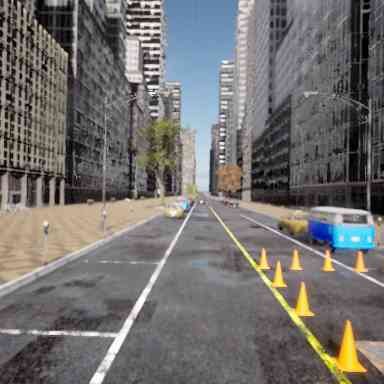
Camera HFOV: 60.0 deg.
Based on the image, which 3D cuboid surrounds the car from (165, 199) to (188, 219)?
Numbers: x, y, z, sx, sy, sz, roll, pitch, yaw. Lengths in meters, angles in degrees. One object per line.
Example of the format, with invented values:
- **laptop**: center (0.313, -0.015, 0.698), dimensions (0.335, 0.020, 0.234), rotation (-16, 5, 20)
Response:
- **car**: center (-1.614, 1.731, 31.698), dimensions (1.752, 1.417, 4.829), rotation (1, 0, 1)

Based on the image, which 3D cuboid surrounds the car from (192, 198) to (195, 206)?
- **car**: center (-1.037, 1.945, 54.532), dimensions (2.008, 1.369, 4.403), rotation (1, 0, 1)

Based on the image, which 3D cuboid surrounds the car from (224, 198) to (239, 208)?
- **car**: center (7.481, 2.177, 59.984), dimensions (2.008, 1.369, 4.403), rotation (1, 0, 1)

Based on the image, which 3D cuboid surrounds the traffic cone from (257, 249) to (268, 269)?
- **traffic cone**: center (2.259, 2.086, 10.489), dimensions (0.340, 0.580, 0.340), rotation (1, 0, 1)

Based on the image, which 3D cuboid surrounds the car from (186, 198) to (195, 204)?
- **car**: center (-0.322, 2.173, 82.862), dimensions (1.887, 1.381, 4.507), rotation (1, 0, 1)

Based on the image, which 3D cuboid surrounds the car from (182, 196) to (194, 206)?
- **car**: center (-0.747, 1.803, 65.865), dimensions (2.192, 1.841, 5.009), rotation (1, 0, 1)

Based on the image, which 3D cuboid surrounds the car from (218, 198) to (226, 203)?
- **car**: center (8.340, 2.458, 93.980), dimensions (2.008, 1.369, 4.403), rotation (1, 0, 1)

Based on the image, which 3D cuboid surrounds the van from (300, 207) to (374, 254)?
- **van**: center (6.340, 1.595, 14.657), dimensions (1.690, 1.788, 3.998), rotation (1, 0, 1)

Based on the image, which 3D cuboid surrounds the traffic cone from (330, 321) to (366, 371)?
- **traffic cone**: center (2.107, 2.037, 4.491), dimensions (0.340, 0.580, 0.340), rotation (1, 0, 1)

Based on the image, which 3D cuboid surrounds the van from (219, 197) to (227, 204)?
- **van**: center (8.201, 2.202, 88.315), dimensions (1.690, 1.788, 3.998), rotation (1, 0, 1)

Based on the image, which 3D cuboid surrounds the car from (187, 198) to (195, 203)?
- **car**: center (-0.179, 2.240, 88.527), dimensions (1.947, 1.339, 4.313), rotation (1, 0, 1)

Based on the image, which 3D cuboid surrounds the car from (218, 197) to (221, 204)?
- **car**: center (8.054, 2.359, 82.648), dimensions (1.887, 1.381, 4.507), rotation (1, 0, 1)

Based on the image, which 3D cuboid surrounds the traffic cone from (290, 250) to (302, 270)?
- **traffic cone**: center (3.258, 2.108, 10.463), dimensions (0.340, 0.580, 0.340), rotation (1, 0, 1)

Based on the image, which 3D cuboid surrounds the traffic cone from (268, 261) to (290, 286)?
- **traffic cone**: center (2.208, 2.070, 8.490), dimensions (0.340, 0.580, 0.340), rotation (1, 0, 1)

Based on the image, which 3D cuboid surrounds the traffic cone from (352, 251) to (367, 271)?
- **traffic cone**: center (5.257, 2.153, 10.413), dimensions (0.340, 0.580, 0.340), rotation (1, 0, 1)

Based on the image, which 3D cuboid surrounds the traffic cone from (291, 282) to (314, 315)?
- **traffic cone**: center (2.157, 2.054, 6.490), dimensions (0.340, 0.580, 0.340), rotation (1, 0, 1)

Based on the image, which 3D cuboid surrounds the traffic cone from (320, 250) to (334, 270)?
- **traffic cone**: center (4.257, 2.131, 10.438), dimensions (0.340, 0.580, 0.340), rotation (1, 0, 1)

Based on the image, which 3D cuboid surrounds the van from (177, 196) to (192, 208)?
- **van**: center (-1.319, 1.642, 43.202), dimensions (1.690, 1.788, 3.998), rotation (1, 0, 1)

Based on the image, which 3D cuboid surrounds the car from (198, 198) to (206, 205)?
- **car**: center (2.235, 2.137, 77.457), dimensions (2.128, 1.511, 4.902), rotation (1, -1, 1)

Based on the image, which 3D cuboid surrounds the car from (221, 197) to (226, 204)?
- **car**: center (7.767, 2.265, 71.316), dimensions (1.887, 1.381, 4.507), rotation (1, 0, 1)

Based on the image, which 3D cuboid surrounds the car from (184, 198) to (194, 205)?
- **car**: center (-0.612, 2.058, 71.360), dimensions (1.752, 1.417, 4.829), rotation (1, 0, 1)

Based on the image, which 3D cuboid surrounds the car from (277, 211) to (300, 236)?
- **car**: center (6.484, 1.827, 20.491), dimensions (1.752, 1.417, 4.829), rotation (1, 0, 1)
